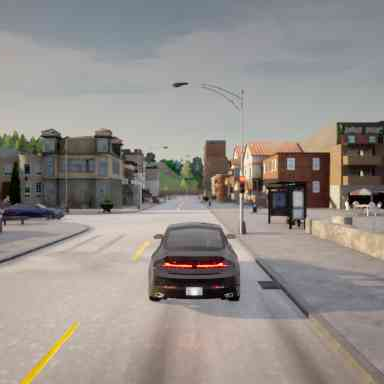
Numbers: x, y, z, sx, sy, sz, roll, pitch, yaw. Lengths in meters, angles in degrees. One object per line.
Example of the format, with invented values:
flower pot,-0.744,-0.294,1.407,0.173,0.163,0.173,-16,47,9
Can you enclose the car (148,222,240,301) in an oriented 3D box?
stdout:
car,0.062,1.505,8.294,1.837,1.490,4.892,0,0,1

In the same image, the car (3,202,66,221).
car,-12.495,1.526,26.500,4.674,1.442,1.812,0,0,1
